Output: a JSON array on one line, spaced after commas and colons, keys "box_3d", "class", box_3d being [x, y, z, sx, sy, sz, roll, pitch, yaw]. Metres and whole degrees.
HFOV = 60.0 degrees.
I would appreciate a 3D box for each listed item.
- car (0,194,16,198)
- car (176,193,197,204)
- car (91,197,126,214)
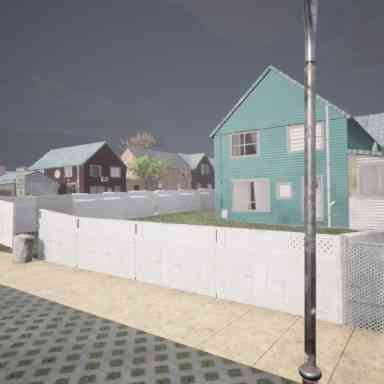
[{"box_3d": [-12.718, 1.067, 21.325, 2.097, 1.767, 4.553, -1, 1, 35], "class": "car"}, {"box_3d": [-1.023, 0.646, 37.985, 1.882, 1.535, 5.008, -1, 0, 35], "class": "car"}, {"box_3d": [-7.551, 0.950, 28.690, 1.882, 1.535, 5.008, -1, 1, 35], "class": "car"}]
